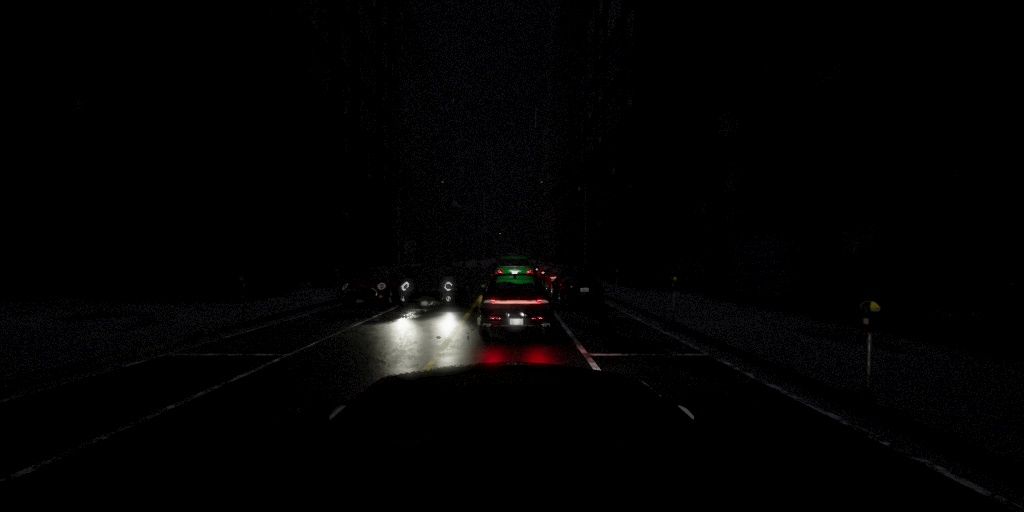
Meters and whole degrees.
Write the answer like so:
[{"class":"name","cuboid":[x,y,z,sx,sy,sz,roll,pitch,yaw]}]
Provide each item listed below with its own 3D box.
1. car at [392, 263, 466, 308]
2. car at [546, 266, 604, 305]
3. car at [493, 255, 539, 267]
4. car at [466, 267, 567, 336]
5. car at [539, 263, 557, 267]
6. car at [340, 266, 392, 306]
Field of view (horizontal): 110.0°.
[{"class":"car","cuboid":[-3.100,1.100,14.963,2.097,1.767,4.553,0,0,0]},{"class":"car","cuboid":[2.752,1.314,15.616,1.948,1.339,4.313,0,0,0]},{"class":"car","cuboid":[0.089,0.970,20.277,2.150,2.045,5.566,0,0,-1]},{"class":"car","cuboid":[0.095,1.240,10.347,2.128,1.511,4.902,0,0,0]},{"class":"car","cuboid":[2.748,1.293,21.121,1.888,1.381,4.507,0,0,0]},{"class":"car","cuboid":[-5.774,1.188,15.610,1.967,1.591,4.097,0,0,0]}]
